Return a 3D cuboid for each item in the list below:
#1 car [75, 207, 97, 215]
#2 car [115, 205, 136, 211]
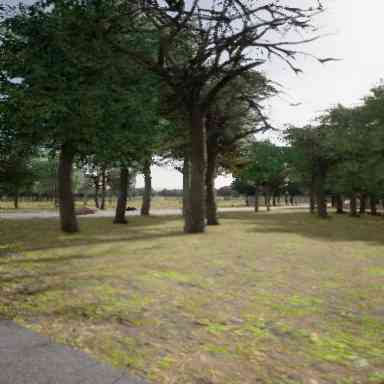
[{"bbox_3d":[-18.048,3.162,55.715,1.994,1.385,4.181,1,-1,36],"label":"car"},{"bbox_3d":[-14.588,3.591,72.488,1.895,1.301,4.718,1,-1,36],"label":"car"}]
